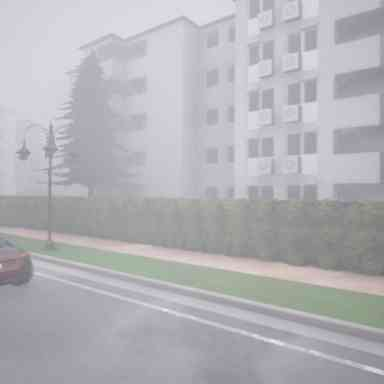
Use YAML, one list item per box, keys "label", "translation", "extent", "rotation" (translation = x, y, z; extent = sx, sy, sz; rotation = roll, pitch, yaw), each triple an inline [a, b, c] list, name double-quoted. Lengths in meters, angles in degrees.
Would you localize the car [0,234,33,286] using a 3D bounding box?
- label: "car"
  translation: [-5.837, 1.584, 8.373]
  extent: [4.181, 1.385, 1.994]
  rotation: [0, -1, 37]
